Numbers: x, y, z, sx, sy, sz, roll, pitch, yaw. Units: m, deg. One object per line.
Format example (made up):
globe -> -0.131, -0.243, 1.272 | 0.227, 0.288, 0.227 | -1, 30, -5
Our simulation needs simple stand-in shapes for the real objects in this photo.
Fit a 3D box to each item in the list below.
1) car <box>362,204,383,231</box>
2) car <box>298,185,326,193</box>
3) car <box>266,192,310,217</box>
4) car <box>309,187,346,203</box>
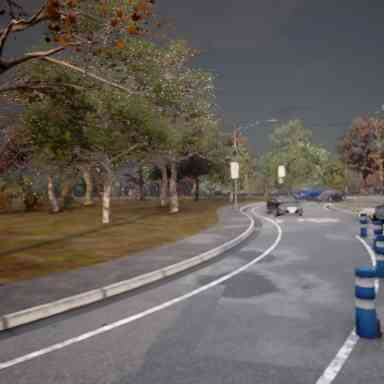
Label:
car -> 10.237, 1.130, 14.003 | 2.128, 1.511, 4.902 | -2, 1, -30
car -> 15.751, 0.181, 43.922 | 5.566, 2.045, 2.150 | -2, 1, -35
car -> 6.882, 1.007, 25.179 | 2.128, 1.511, 4.902 | -1, 1, 1
car -> 16.875, 0.498, 40.608 | 4.892, 1.490, 1.837 | -2, 0, -38
